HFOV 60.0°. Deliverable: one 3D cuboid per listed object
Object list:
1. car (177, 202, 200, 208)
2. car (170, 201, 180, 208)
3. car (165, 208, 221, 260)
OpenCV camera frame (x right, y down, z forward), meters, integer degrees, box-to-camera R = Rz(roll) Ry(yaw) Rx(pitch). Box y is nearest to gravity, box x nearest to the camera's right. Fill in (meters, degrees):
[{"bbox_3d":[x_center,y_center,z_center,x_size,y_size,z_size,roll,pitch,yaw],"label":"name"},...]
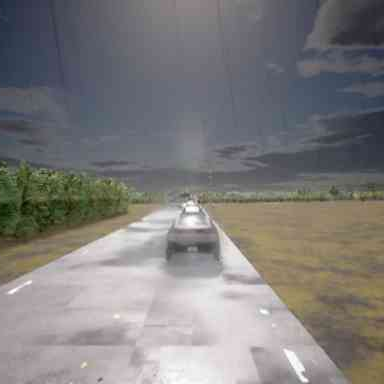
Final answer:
[{"bbox_3d":[0.044,1.777,27.832,1.994,1.385,4.181,0,0,1],"label":"car"},{"bbox_3d":[-2.802,2.228,58.224,1.895,1.301,4.718,0,-1,1],"label":"car"},{"bbox_3d":[0.045,1.573,12.669,2.128,1.511,4.902,0,0,1],"label":"car"}]
